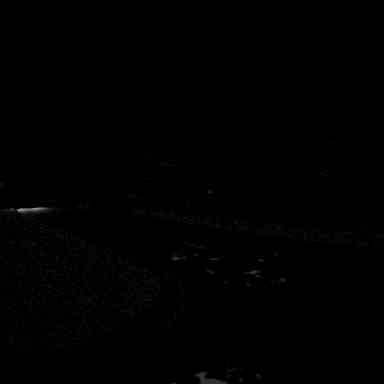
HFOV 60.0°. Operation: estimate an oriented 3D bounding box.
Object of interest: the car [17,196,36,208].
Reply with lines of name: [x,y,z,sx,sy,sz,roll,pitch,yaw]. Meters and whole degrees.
car: [-22.034,1.322,44.165,1.837,1.490,4.892,-2,2,-34]
